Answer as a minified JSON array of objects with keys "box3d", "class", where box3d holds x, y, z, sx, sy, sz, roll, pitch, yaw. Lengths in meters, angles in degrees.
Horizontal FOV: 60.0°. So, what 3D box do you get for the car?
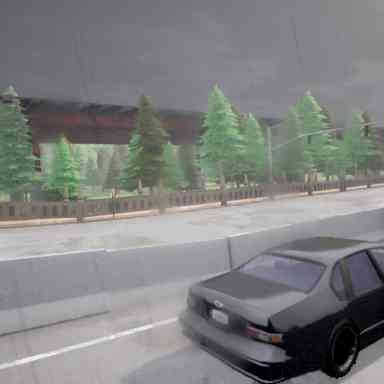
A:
[{"box3d":[2.372,1.484,5.451,5.357,1.411,2.033,-2,1,-36],"class":"car"}]
